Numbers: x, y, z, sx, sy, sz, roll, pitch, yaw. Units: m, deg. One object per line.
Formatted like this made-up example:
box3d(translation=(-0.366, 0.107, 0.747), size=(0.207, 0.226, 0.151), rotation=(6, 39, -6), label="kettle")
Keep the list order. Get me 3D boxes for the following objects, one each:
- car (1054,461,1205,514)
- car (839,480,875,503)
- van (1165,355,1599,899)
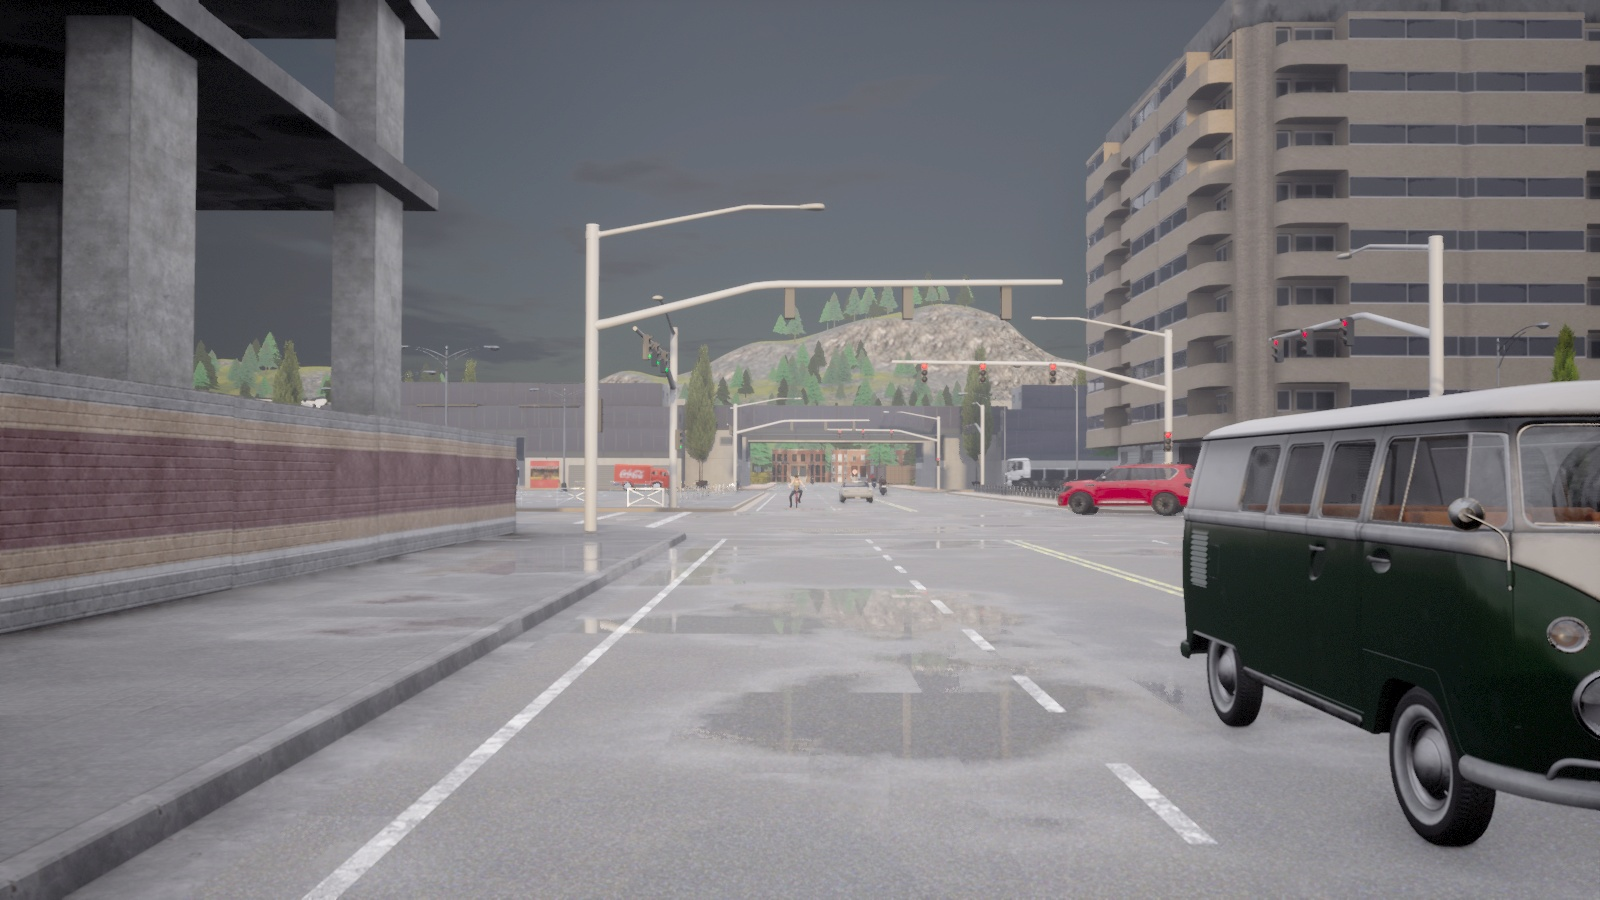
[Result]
box3d(translation=(13.202, 1.494, 50.394), size=(5.566, 2.045, 2.150), rotation=(-1, -1, 25), label="car")
box3d(translation=(3.332, 2.428, 73.851), size=(1.895, 1.301, 4.718), rotation=(0, -1, 0), label="car")
box3d(translation=(3.484, 0.697, 6.672), size=(1.775, 1.987, 4.442), rotation=(0, -1, 0), label="van")
